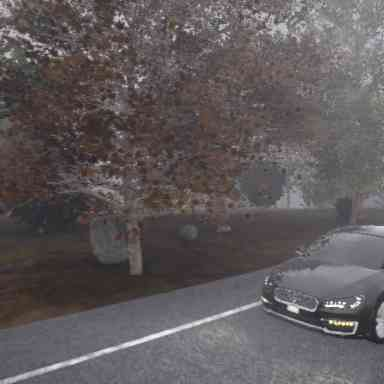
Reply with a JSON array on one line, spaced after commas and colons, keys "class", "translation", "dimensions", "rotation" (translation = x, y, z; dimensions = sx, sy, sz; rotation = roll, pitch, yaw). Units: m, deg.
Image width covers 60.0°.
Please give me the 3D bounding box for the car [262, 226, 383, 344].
[{"class": "car", "translation": [3.395, 1.480, 6.504], "dimensions": [4.892, 1.490, 1.837], "rotation": [-1, 1, -39]}]
